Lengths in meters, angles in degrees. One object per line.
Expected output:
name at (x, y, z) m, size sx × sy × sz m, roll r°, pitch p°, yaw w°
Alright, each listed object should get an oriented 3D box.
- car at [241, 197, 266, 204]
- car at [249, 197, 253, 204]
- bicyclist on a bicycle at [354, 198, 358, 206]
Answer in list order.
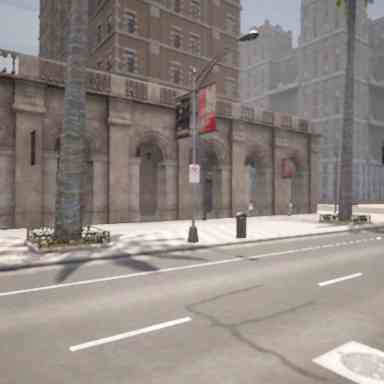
car at (13.329, 1.886, 72.774) m, size 2.033 × 1.411 × 5.357 m, roll 1°, pitch 0°, yaw -37°
car at (10.513, 1.838, 70.695) m, size 1.812 × 1.442 × 4.674 m, roll 1°, pitch 0°, yaw -37°
bicyclist on a bicycle at (30.448, 1.869, 61.775) m, size 1.656 × 1.620 × 0.582 m, roll 0°, pitch 0°, yaw -36°
